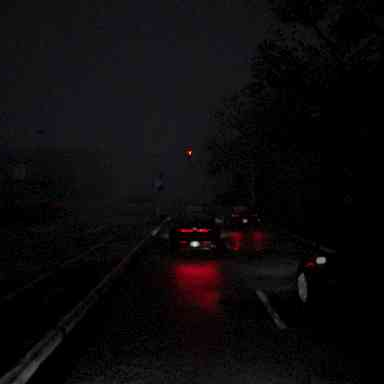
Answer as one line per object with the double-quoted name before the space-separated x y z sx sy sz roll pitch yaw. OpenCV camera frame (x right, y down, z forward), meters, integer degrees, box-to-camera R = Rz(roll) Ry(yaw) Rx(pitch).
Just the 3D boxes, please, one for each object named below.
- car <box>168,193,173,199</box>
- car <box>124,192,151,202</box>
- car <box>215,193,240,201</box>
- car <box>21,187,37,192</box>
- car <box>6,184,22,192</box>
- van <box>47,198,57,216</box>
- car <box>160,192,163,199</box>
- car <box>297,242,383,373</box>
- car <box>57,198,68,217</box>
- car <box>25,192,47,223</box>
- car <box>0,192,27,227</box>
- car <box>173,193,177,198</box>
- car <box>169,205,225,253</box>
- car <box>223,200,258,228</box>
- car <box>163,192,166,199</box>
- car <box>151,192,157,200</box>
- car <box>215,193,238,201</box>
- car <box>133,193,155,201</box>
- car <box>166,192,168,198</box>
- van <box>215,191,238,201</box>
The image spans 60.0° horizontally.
"car" -8.485 1.222 91.670 4.674 1.452 2.002 -1 0 -12
"car" -11.468 1.259 67.735 4.792 1.488 2.163 -1 0 -15
"car" 8.177 1.151 76.300 5.366 1.575 1.946 1 0 -13
"car" -28.185 0.051 58.596 2.002 1.452 4.674 6 -2 -19
"car" -31.180 -0.511 58.654 2.435 2.045 5.566 6 -2 -19
"van" -13.611 1.258 26.950 4.442 1.987 1.878 -1 0 -19
"car" -10.040 1.204 79.691 4.892 1.521 2.231 -1 0 -14
"car" 3.099 1.471 4.913 1.882 1.535 5.008 0 0 0
"car" -13.637 1.360 29.928 4.553 1.767 2.185 -1 0 -19
"car" -13.726 1.233 23.914 5.566 2.045 2.435 -1 0 -20
"car" -13.798 1.233 20.878 5.566 2.045 2.435 -1 0 -20
"car" -8.035 0.925 94.676 5.566 2.045 2.435 -1 0 -12
"car" 0.104 1.496 13.571 1.837 1.490 4.892 0 0 0
"car" 3.146 1.517 21.853 1.812 1.442 4.674 0 0 0
"car" -9.668 1.237 82.686 4.674 1.452 2.002 -1 0 -13
"car" -10.824 1.211 70.727 5.366 1.575 1.946 -1 0 -15
"car" 7.642 1.033 73.306 4.553 1.767 2.185 1 0 -14
"car" -10.731 1.087 73.679 4.553 1.767 2.185 -1 0 -14
"car" -9.298 1.233 85.688 4.674 1.452 2.002 -1 0 -13
"van" 7.259 0.939 70.336 4.442 1.987 1.878 1 0 -14
